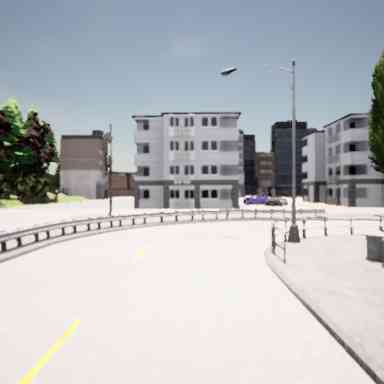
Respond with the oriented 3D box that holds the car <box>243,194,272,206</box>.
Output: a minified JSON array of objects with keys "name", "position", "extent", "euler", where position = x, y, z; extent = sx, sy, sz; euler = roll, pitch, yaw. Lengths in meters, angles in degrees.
[{"name":"car","position":[8.821,1.075,45.913],"extent":[3.633,1.501,1.845],"euler":[0,0,12]}]

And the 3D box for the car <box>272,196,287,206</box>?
[{"name":"car","position":[11.589,1.156,45.495],"extent":[1.853,1.218,4.536],"euler":[0,0,31]}]

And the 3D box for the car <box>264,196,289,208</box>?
[{"name":"car","position":[11.615,1.313,45.541],"extent":[2.038,1.542,4.974],"euler":[0,0,31]}]
